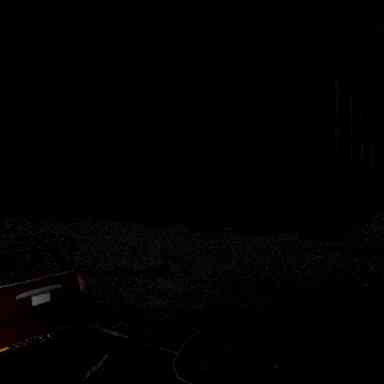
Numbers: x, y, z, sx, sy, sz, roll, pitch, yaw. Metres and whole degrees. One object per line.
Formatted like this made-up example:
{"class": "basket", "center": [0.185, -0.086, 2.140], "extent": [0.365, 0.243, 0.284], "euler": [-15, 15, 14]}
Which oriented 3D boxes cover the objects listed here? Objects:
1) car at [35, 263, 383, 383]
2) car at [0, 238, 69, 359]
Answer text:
{"class": "car", "center": [0.958, 1.446, 2.390], "extent": [4.097, 1.590, 1.967], "euler": [-1, 0, 36]}
{"class": "car", "center": [-3.637, 1.507, 5.673], "extent": [4.097, 1.590, 1.967], "euler": [-1, 0, 36]}
